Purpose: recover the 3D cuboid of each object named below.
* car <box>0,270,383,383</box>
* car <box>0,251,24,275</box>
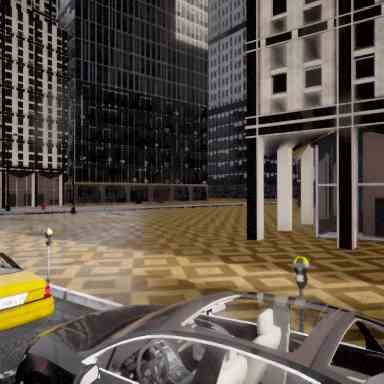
[{"bbox_3d":[0.290,1.551,2.670,4.403,1.369,2.008,0,0,36],"label":"car"},{"bbox_3d":[-4.464,1.525,6.064,4.829,1.417,1.752,0,0,36],"label":"car"}]
